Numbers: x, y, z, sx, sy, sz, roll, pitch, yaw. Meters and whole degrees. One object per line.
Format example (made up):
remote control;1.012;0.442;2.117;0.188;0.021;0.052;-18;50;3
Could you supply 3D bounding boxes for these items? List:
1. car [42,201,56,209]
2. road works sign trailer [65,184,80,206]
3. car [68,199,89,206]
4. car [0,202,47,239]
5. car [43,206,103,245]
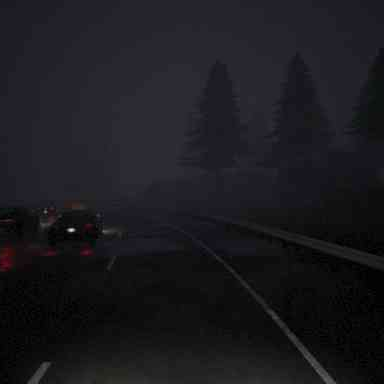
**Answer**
car;-15.118;1.612;34.132;1.895;1.301;4.718;0;0;-26
road works sign trailer;-19.951;0.475;55.287;2.380;3.560;2.880;0;0;-42
car;-12.626;1.483;36.860;1.882;1.535;5.008;0;0;-26
car;-9.227;1.500;17.098;2.128;1.511;4.902;0;0;-13
car;-5.399;1.566;15.819;1.994;1.385;4.181;0;0;-10
